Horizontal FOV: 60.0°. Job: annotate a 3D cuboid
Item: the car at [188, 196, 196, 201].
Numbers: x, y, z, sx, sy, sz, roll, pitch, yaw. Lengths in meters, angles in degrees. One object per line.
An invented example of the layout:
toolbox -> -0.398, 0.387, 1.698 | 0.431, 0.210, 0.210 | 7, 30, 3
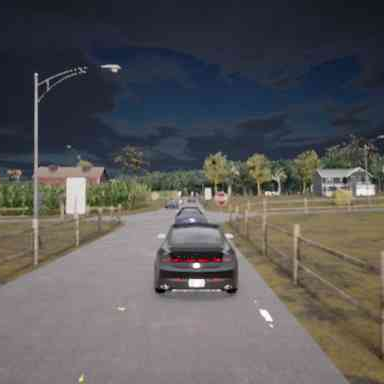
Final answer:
car -> -0.044, 1.752, 89.458 | 2.033, 1.411, 5.357 | 0, 0, 0

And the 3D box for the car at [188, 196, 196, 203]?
car -> -0.041, 1.885, 79.445 | 1.994, 1.385, 4.181 | 0, 0, 0

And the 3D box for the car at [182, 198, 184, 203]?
car -> -2.796, 1.890, 66.325 | 1.895, 1.301, 4.718 | 0, 0, 0

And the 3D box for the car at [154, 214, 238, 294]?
car -> 0.094, 1.556, 8.911 | 1.837, 1.490, 4.892 | 0, -1, 0

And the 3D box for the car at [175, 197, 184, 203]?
car -> -2.791, 1.925, 76.803 | 1.895, 1.301, 4.718 | 0, 0, 0

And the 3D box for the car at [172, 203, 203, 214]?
car -> -0.148, 1.685, 22.271 | 1.994, 1.385, 4.181 | 0, 0, -4

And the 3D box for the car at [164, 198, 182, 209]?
car -> -2.884, 1.785, 48.220 | 1.994, 1.385, 4.181 | 0, 0, -1
